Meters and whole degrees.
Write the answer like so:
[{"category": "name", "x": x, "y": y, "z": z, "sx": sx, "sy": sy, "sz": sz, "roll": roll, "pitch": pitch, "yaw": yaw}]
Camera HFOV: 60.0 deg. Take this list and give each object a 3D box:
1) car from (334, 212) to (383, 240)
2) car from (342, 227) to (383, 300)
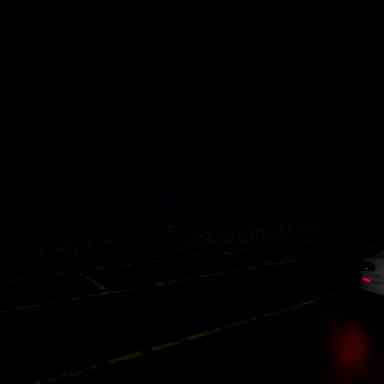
[{"category": "car", "x": 8.837, "y": 1.645, "z": 16.370, "sx": 4.313, "sy": 1.339, "sz": 1.947, "roll": 0, "pitch": 0, "yaw": -35}, {"category": "car", "x": 5.439, "y": 1.559, "z": 7.134, "sx": 4.674, "sy": 1.442, "sz": 1.812, "roll": 0, "pitch": 0, "yaw": -35}]
